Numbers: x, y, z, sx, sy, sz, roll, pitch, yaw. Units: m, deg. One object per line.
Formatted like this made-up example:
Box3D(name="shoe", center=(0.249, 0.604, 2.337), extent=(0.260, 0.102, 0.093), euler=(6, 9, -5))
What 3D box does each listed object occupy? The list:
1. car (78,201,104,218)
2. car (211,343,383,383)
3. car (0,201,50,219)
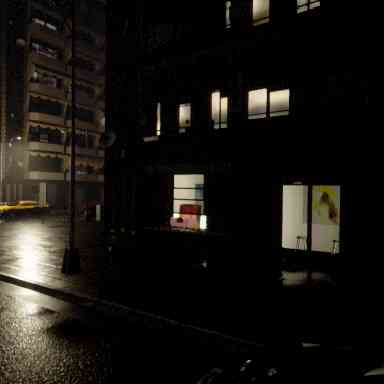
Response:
Box3D(name="car", center=(-8.425, 1.823, 31.998), extent=(1.947, 1.339, 4.313), euler=(1, 0, 36))
Box3D(name="car", center=(1.995, 1.551, 1.610), extent=(4.403, 1.369, 2.008), euler=(0, 1, 35))
Box3D(name="car", center=(-15.993, 1.598, 31.398), extent=(1.882, 1.535, 5.008), euler=(1, 0, 36))
